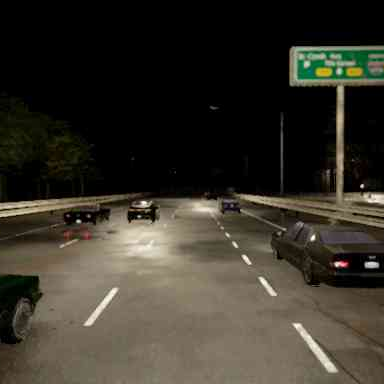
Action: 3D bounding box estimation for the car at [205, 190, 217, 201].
[{"bbox_3d":[3.989,0.931,65.596,1.837,1.490,4.892,0,1,1],"label":"car"}]

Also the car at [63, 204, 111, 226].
[{"bbox_3d":[-6.835,1.476,22.323,1.895,1.301,4.718,0,0,0],"label":"car"}]

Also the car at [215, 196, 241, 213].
[{"bbox_3d":[3.739,1.338,33.518,2.033,1.411,5.357,0,1,0],"label":"car"}]

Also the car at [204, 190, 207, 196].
[{"bbox_3d":[4.160,0.793,76.565,1.837,1.490,4.892,0,1,1],"label":"car"}]

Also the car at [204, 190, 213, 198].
[{"bbox_3d":[4.355,0.500,87.501,2.097,1.767,4.553,0,1,1],"label":"car"}]

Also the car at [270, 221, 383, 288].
[{"bbox_3d":[3.614,1.502,9.186,2.033,1.411,5.357,0,0,0],"label":"car"}]

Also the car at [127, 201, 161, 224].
[{"bbox_3d":[-3.328,1.358,23.535,2.128,1.511,4.902,0,0,0],"label":"car"}]

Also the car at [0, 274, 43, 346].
[{"bbox_3d":[-3.395,1.584,3.382,1.895,1.301,4.718,0,0,0],"label":"car"}]
